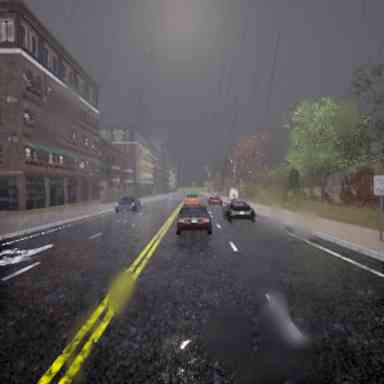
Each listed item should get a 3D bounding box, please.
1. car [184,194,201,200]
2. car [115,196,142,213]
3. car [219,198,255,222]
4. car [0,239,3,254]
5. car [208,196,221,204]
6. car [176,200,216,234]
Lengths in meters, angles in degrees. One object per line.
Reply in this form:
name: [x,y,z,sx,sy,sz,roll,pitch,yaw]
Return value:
car: [0.049,1.066,43.751,2.097,1.767,4.553,-1,0,1]
car: [-6.567,1.216,34.607,2.097,1.767,4.553,-1,0,0]
car: [3.356,1.364,24.399,1.994,1.385,4.181,-1,0,0]
car: [-6.607,1.648,7.733,1.895,1.301,4.718,-1,0,0]
car: [3.345,1.199,49.126,1.994,1.385,4.181,-1,0,0]
car: [0.103,1.431,18.411,2.033,1.411,5.357,-1,0,0]
